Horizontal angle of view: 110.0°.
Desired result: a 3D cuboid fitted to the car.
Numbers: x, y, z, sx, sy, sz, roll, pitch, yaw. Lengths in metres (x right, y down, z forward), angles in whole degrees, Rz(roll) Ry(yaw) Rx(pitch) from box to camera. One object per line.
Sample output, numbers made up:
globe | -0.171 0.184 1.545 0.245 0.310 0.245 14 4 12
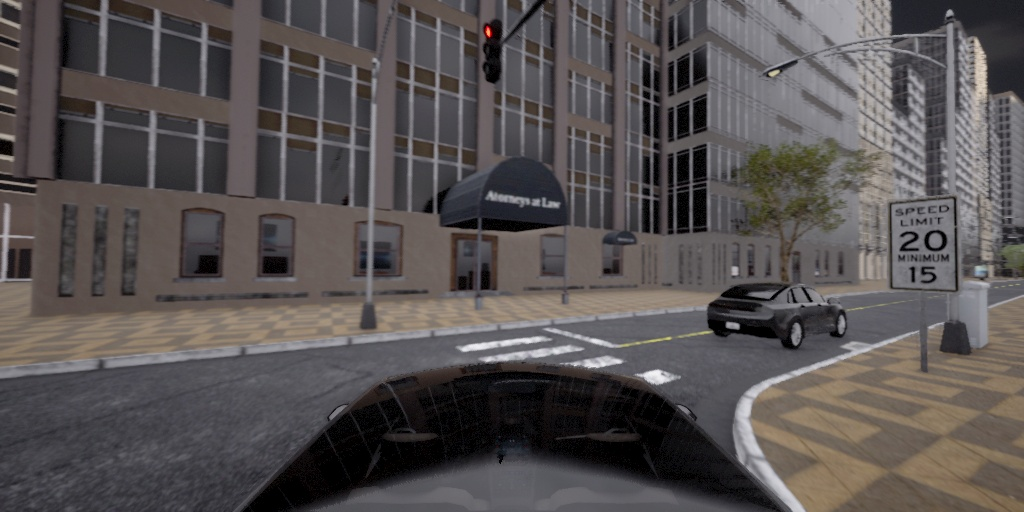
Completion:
car | 7.372 1.490 9.905 4.892 1.490 1.837 2 -2 -32
